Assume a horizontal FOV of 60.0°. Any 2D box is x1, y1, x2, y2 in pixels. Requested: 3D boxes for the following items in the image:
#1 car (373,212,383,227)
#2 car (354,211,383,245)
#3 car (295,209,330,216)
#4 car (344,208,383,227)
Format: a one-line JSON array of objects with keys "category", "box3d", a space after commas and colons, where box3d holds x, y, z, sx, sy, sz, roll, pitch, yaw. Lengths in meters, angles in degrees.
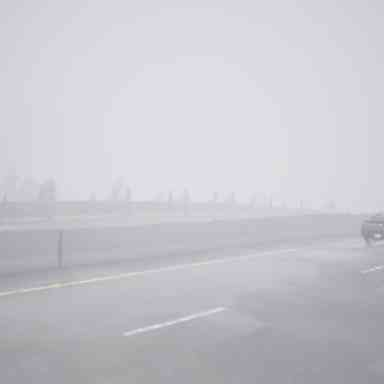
[{"category": "car", "box3d": [18.566, 2.631, 30.116, 4.718, 1.301, 1.895, 6, -4, -35]}, {"category": "car", "box3d": [9.430, 1.599, 14.766, 4.902, 1.511, 2.128, 2, -1, -35]}, {"category": "car", "box3d": [12.849, 2.454, 34.638, 4.718, 1.301, 1.895, 6, -3, -35]}, {"category": "car", "box3d": [17.799, 2.657, 33.863, 5.008, 1.535, 1.882, 7, -4, -35]}]
